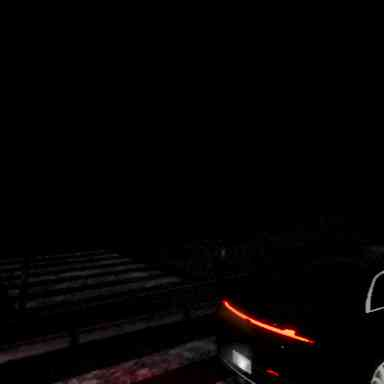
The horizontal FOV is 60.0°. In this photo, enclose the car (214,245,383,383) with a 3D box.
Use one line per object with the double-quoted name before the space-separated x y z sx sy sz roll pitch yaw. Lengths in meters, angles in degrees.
"car" 2.609 1.528 4.699 4.892 1.490 1.837 0 -1 -30
